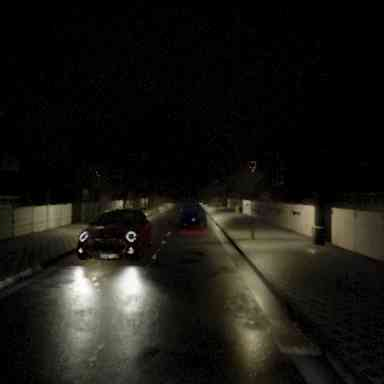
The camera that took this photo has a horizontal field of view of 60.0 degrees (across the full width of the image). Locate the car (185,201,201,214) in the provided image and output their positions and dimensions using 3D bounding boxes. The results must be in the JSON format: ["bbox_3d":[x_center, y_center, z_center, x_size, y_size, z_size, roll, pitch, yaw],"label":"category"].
[{"bbox_3d":[0.125,1.948,41.507,1.812,1.442,4.674,0,-1,0],"label":"car"}]

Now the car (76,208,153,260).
[{"bbox_3d":[-2.773,1.478,12.854,2.097,1.767,4.553,0,0,0],"label":"car"}]

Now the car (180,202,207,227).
[{"bbox_3d":[0.112,1.724,24.714,1.882,1.535,5.008,0,0,0],"label":"car"}]
